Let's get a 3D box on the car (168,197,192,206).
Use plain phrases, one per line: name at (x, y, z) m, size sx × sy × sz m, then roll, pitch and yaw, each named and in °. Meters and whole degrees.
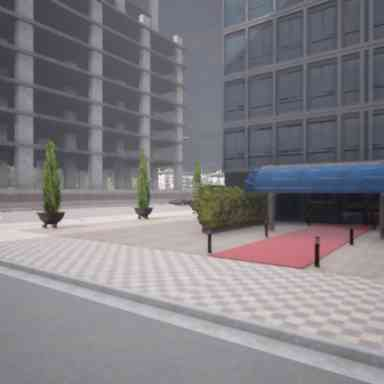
car at (-1.456, 1.486, 52.916) m, size 2.033 × 1.411 × 5.357 m, roll 0°, pitch 0°, yaw 36°
